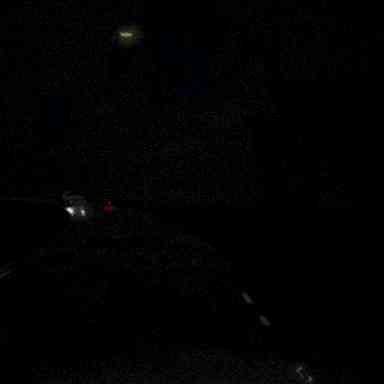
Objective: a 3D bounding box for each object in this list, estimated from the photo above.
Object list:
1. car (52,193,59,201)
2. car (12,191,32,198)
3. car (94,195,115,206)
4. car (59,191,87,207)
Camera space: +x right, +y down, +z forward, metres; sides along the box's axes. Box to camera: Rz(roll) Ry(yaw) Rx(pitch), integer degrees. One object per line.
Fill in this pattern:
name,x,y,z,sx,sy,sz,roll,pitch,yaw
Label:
car,-23.888,0.864,60.608,1.882,1.535,5.008,1,0,-44
car,-36.843,0.469,72.124,5.357,1.411,2.033,1,0,34
car,-12.232,1.166,46.367,1.837,1.490,4.892,0,1,-31
car,-15.364,0.866,43.296,2.150,2.045,5.566,1,1,-31
